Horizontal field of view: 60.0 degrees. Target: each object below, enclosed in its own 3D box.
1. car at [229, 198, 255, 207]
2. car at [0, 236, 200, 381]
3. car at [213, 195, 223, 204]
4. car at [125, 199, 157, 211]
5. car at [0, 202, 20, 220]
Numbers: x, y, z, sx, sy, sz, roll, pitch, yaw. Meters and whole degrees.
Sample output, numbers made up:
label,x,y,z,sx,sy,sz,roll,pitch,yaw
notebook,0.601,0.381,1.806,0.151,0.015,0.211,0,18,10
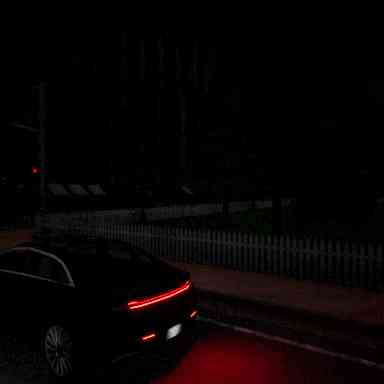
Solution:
label,x,y,z,sx,sy,sz,roll,pitch,yaw
car,7.695,1.547,48.911,2.033,1.411,5.357,0,0,34
car,-2.185,1.491,5.497,4.902,1.511,2.128,0,0,36
car,5.586,1.355,58.480,2.097,1.767,4.553,0,0,34
car,-6.259,1.564,41.082,1.994,1.385,4.181,0,0,34
car,-16.174,1.505,26.172,1.837,1.490,4.892,0,0,32
